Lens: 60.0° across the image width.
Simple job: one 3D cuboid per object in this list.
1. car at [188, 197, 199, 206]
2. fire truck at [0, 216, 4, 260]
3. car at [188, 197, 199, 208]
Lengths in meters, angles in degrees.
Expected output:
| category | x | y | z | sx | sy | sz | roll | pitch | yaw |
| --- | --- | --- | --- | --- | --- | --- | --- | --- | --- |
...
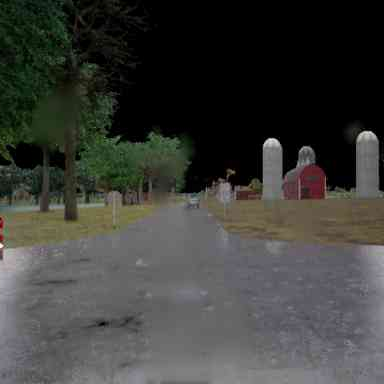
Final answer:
| category | x | y | z | sx | sy | sz | roll | pitch | yaw |
| --- | --- | --- | --- | --- | --- | --- | --- | --- | --- |
| car | 0.285 | 1.830 | 65.968 | 2.097 | 1.767 | 4.553 | 0 | -1 | 0 |
| fire truck | -9.655 | 0.493 | 8.385 | 8.468 | 3.827 | 2.891 | -1 | 0 | 0 |
| car | 0.240 | 1.816 | 55.575 | 2.128 | 1.511 | 4.902 | 0 | -1 | 0 |
